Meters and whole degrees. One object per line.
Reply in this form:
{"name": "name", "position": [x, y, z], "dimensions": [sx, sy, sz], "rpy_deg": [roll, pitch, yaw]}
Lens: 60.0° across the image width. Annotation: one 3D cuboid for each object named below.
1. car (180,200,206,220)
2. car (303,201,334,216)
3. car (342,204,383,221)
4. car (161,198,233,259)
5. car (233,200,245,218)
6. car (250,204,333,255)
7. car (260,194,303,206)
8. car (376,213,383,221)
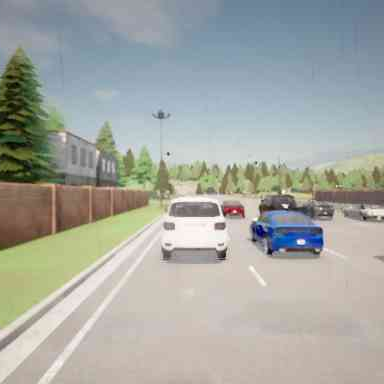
{"name": "car", "position": [0.092, 1.493, 28.814], "dimensions": [2.128, 1.511, 4.902], "rpy_deg": [0, 0, 0]}
{"name": "car", "position": [10.592, 1.493, 28.828], "dimensions": [2.128, 1.511, 4.902], "rpy_deg": [0, 0, 0]}
{"name": "car", "position": [14.088, 1.602, 27.178], "dimensions": [1.895, 1.301, 4.718], "rpy_deg": [0, 0, 0]}
{"name": "car", "position": [0.089, 1.220, 12.735], "dimensions": [2.150, 2.045, 5.566], "rpy_deg": [0, 0, 0]}
{"name": "car", "position": [3.596, 1.479, 30.445], "dimensions": [1.882, 1.535, 5.008], "rpy_deg": [0, 0, 0]}
{"name": "car", "position": [3.588, 1.478, 13.364], "dimensions": [1.882, 1.535, 5.008], "rpy_deg": [0, 0, 0]}
{"name": "car", "position": [7.090, 1.222, 27.849], "dimensions": [2.150, 2.045, 5.566], "rpy_deg": [0, 0, 0]}
{"name": "car", "position": [7.073, 1.526, 8.709], "dimensions": [1.812, 1.442, 4.674], "rpy_deg": [0, 0, 1]}
